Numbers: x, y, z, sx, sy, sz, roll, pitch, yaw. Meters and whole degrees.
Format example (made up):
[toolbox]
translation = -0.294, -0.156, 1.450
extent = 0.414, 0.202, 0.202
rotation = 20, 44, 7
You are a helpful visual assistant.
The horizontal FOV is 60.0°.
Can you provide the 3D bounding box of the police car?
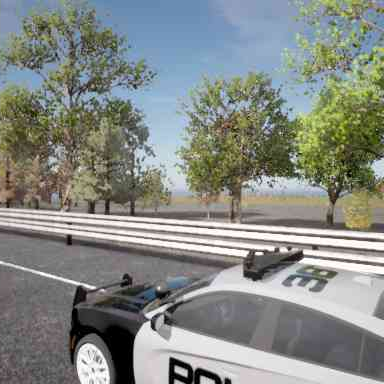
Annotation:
[police car]
translation = 0.696, 1.424, 3.384
extent = 5.238, 1.638, 1.930
rotation = 0, 0, 36
